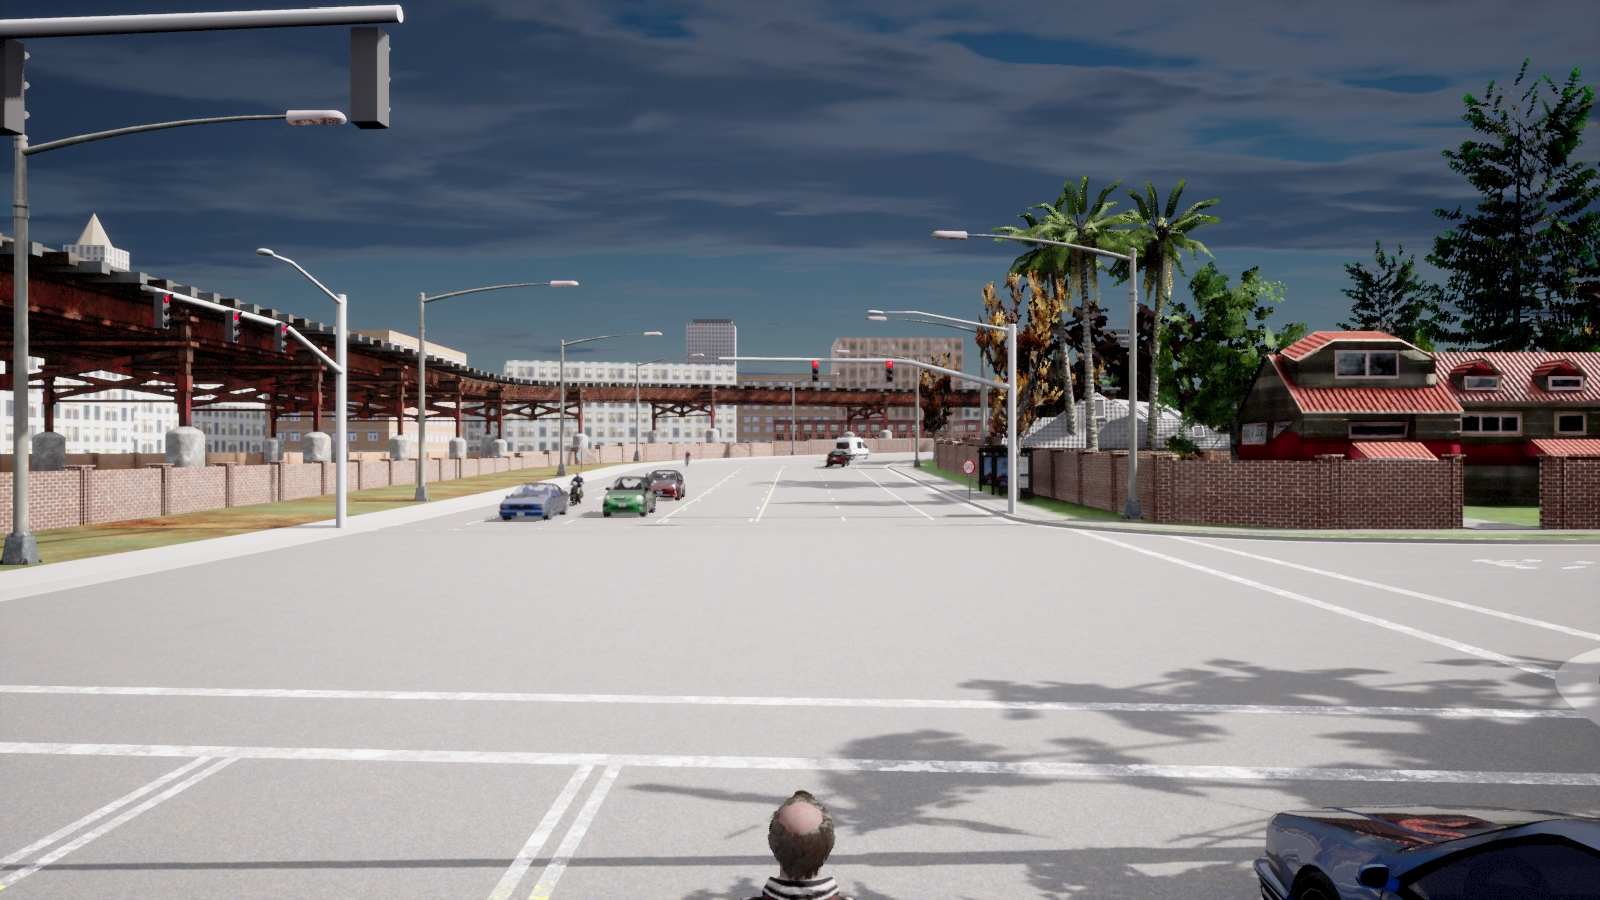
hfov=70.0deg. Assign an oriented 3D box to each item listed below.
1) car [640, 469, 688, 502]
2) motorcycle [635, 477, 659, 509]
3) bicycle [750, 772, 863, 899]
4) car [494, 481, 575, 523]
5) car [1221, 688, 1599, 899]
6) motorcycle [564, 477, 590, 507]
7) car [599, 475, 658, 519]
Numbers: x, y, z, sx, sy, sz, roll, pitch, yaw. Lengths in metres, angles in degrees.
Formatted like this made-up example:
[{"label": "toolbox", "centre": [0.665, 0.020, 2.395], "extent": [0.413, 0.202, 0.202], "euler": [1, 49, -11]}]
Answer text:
[{"label": "car", "centre": [-7.040, 1.803, 59.579], "extent": [2.007, 1.525, 4.514], "euler": [0, 1, 0]}, {"label": "motorcycle", "centre": [-7.050, 1.971, 52.727], "extent": [0.856, 1.341, 1.805], "euler": [0, 1, 0]}, {"label": "bicycle", "centre": [0.019, 2.048, 3.681], "extent": [0.329, 1.496, 1.835], "euler": [0, 0, 0]}, {"label": "car", "centre": [-10.529, 2.023, 45.721], "extent": [2.033, 1.411, 5.357], "euler": [0, 0, 0]}, {"label": "car", "centre": [3.467, 2.106, 4.038], "extent": [2.033, 1.411, 5.357], "euler": [0, 0, 1]}, {"label": "motorcycle", "centre": [-10.492, 1.962, 53.784], "extent": [0.856, 1.341, 1.805], "euler": [0, 1, 0]}, {"label": "car", "centre": [-7.029, 1.905, 47.205], "extent": [1.851, 1.617, 3.988], "euler": [0, 0, 0]}]
